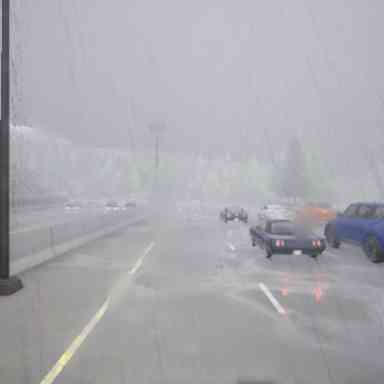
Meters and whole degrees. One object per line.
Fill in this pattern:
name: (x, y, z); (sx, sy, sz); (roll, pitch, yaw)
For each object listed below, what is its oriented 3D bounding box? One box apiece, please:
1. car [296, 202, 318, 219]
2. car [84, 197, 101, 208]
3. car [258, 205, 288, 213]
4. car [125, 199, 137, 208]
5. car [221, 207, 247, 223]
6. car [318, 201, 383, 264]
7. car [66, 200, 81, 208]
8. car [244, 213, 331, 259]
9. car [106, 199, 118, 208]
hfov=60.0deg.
car: (10.505, 1.657, 28.417); (2.097, 1.767, 4.553); (0, -1, 0)
car: (-18.451, 1.888, 61.982); (2.150, 2.045, 5.566); (0, -1, -5)
car: (7.008, 1.837, 28.886); (1.812, 1.442, 4.674); (0, 0, 0)
car: (-11.559, 2.160, 63.393); (1.882, 1.535, 5.008); (0, -1, -6)
car: (3.503, 1.905, 28.233); (1.895, 1.301, 4.718); (0, -1, 0)
car: (7.005, 1.361, 12.558); (2.150, 2.045, 5.566); (0, 0, 0)
car: (-21.943, 2.190, 61.770); (1.812, 1.442, 4.674); (0, -1, -5)
car: (3.511, 1.745, 13.234); (1.895, 1.301, 4.718); (0, -1, 0)
car: (-14.998, 2.178, 62.715); (1.837, 1.490, 4.892); (0, -1, -6)
